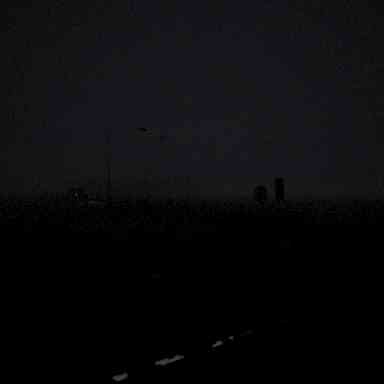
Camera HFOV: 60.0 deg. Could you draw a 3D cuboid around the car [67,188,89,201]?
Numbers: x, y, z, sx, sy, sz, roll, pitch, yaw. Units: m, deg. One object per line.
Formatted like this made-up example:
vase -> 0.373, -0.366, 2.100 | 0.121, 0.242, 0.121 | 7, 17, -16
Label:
car -> -17.560, 0.351, 50.969 | 2.150, 2.045, 5.566 | 0, 1, -34
